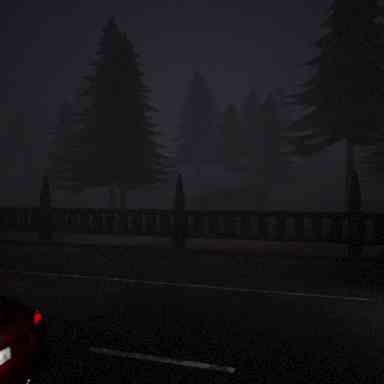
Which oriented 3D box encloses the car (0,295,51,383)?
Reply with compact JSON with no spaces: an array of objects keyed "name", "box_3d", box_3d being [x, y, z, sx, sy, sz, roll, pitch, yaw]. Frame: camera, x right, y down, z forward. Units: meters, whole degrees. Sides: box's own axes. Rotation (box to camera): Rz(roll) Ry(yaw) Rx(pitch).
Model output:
[{"name":"car","box_3d":[-3.780,1.564,3.703,4.181,1.385,1.994,0,0,16]}]
